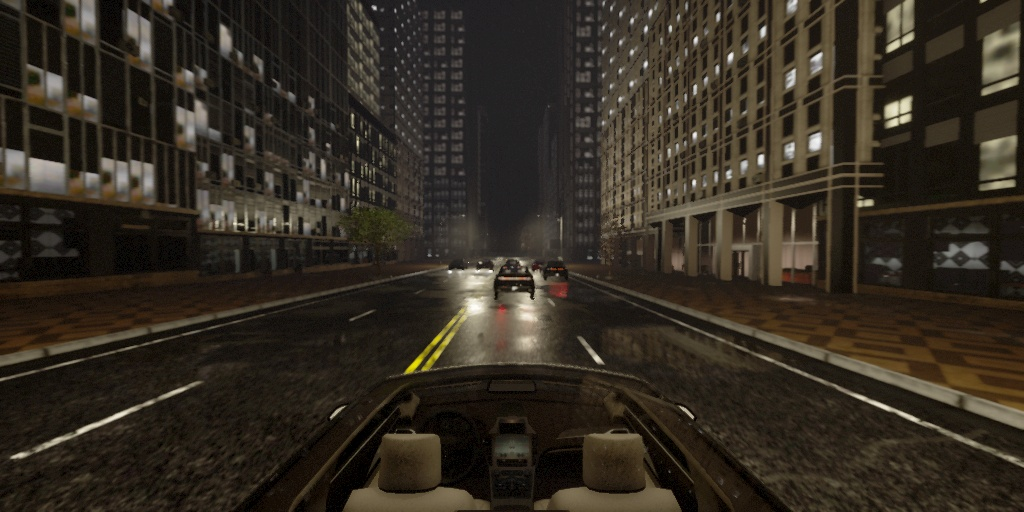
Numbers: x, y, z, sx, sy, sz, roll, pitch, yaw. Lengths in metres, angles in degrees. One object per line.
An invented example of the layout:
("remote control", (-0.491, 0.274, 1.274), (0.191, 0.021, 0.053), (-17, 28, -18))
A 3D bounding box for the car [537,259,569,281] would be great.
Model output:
("car", (3.250, 1.079, 28.103), (1.837, 1.490, 4.892), (0, 1, 0))

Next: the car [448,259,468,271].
("car", (-6.505, 1.027, 44.015), (2.033, 1.411, 5.357), (0, 0, 0))

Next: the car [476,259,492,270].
("car", (-3.255, 1.039, 44.011), (1.994, 1.385, 4.181), (0, 0, 0))

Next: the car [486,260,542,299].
("car", (0.098, 1.137, 17.384), (2.128, 1.511, 4.902), (0, 0, 0))

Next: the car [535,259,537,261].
("car", (3.293, 1.038, 42.177), (1.994, 1.385, 4.181), (0, 1, 1))
